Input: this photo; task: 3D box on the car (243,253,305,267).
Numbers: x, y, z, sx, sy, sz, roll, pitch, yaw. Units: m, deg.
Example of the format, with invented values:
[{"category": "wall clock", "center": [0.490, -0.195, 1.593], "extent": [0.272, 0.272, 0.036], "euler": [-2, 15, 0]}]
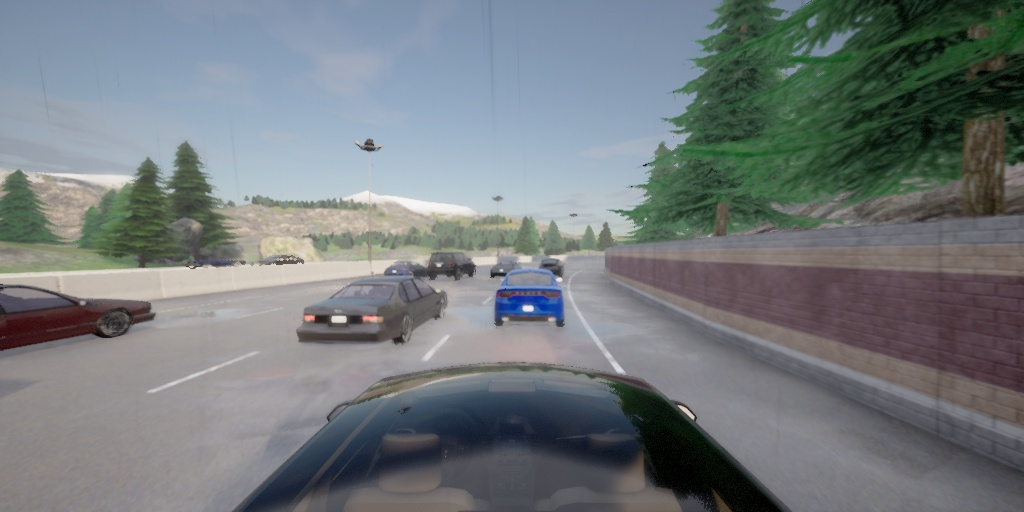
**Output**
[{"category": "car", "center": [-21.237, 0.518, 32.717], "extent": [1.837, 1.490, 4.892], "euler": [0, 1, 12]}]

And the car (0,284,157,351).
[{"category": "car", "center": [-10.234, 1.237, 6.777], "extent": [2.033, 1.411, 5.357], "euler": [0, 1, 2]}]

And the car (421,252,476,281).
[{"category": "car", "center": [-4.410, 0.699, 26.715], "extent": [2.150, 2.045, 5.566], "euler": [0, 1, 11]}]

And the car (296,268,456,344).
[{"category": "car", "center": [-3.110, 1.214, 9.272], "extent": [2.033, 1.411, 5.357], "euler": [0, 1, 4]}]

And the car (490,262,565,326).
[{"category": "car", "center": [0.595, 1.124, 11.359], "extent": [1.882, 1.535, 5.008], "euler": [0, 1, 4]}]

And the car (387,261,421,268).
[{"category": "car", "center": [-7.860, 1.036, 27.062], "extent": [1.994, 1.385, 4.181], "euler": [0, 1, 11]}]

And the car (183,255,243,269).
[{"category": "car", "center": [-28.096, 0.595, 34.117], "extent": [1.895, 1.301, 4.718], "euler": [0, 1, 12]}]

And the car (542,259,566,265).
[{"category": "car", "center": [3.244, 0.960, 29.113], "extent": [1.837, 1.490, 4.892], "euler": [0, 1, 12]}]

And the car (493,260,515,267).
[{"category": "car", "center": [-0.374, 1.020, 28.877], "extent": [1.994, 1.385, 4.181], "euler": [0, 1, 12]}]
